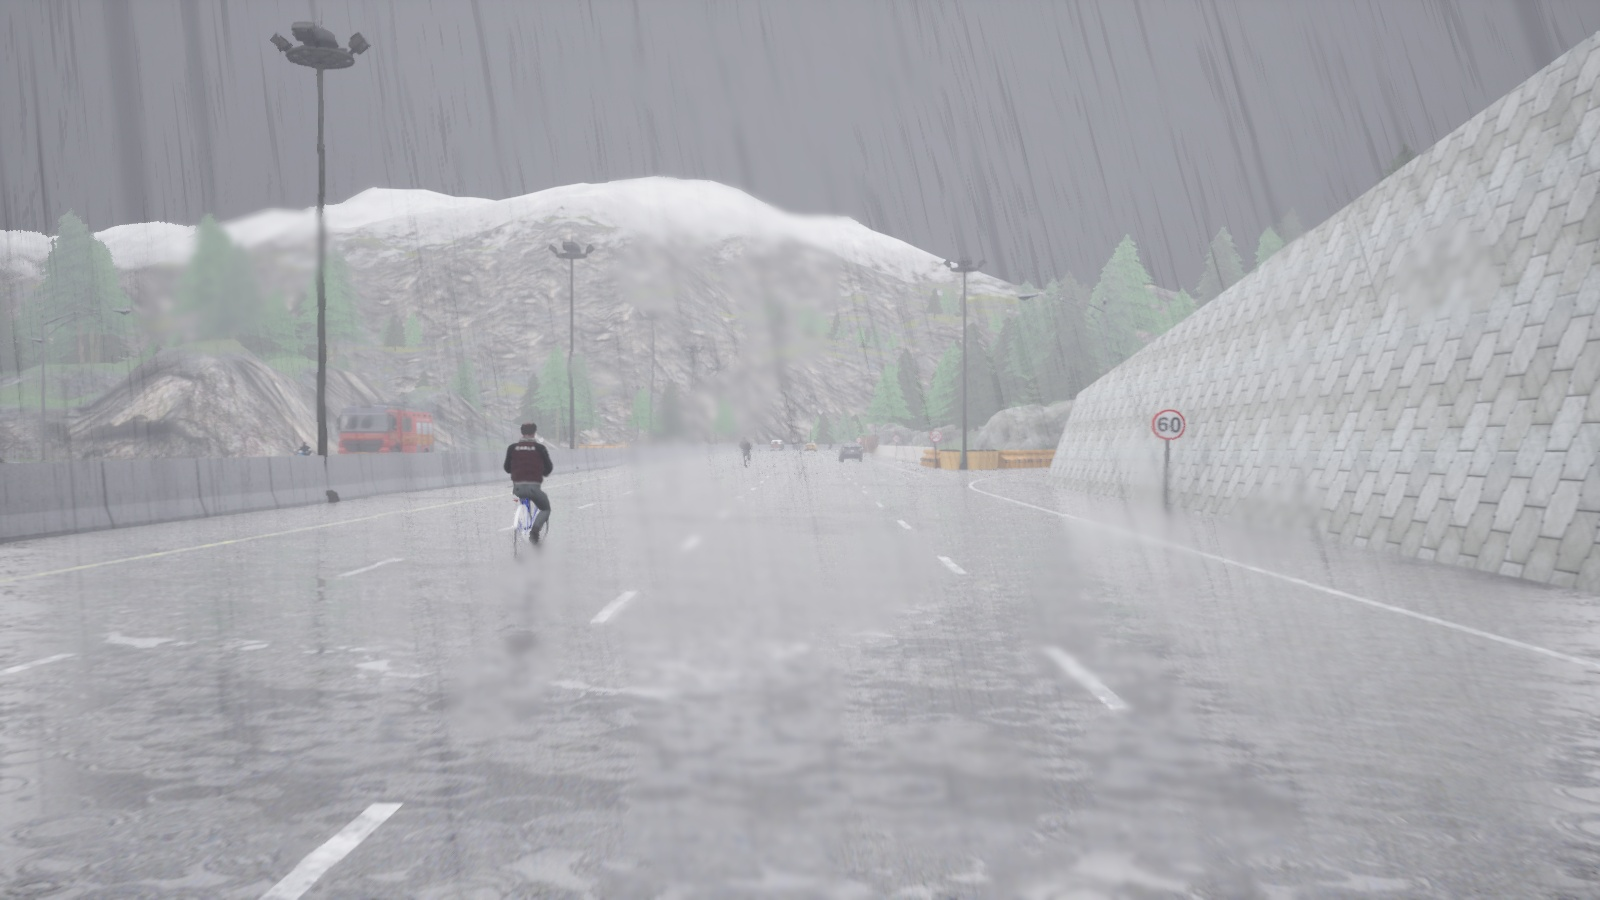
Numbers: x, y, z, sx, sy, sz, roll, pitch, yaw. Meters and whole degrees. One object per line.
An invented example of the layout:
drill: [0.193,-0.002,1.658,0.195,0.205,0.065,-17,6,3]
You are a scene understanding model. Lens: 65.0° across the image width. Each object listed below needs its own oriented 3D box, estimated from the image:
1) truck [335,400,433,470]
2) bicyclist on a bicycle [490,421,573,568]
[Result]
truck: [-24.068,-0.850,73.153,2.891,3.827,8.468,0,0,0]
bicyclist on a bicycle: [-3.393,0.524,16.018,0.659,1.776,1.843,0,1,0]
